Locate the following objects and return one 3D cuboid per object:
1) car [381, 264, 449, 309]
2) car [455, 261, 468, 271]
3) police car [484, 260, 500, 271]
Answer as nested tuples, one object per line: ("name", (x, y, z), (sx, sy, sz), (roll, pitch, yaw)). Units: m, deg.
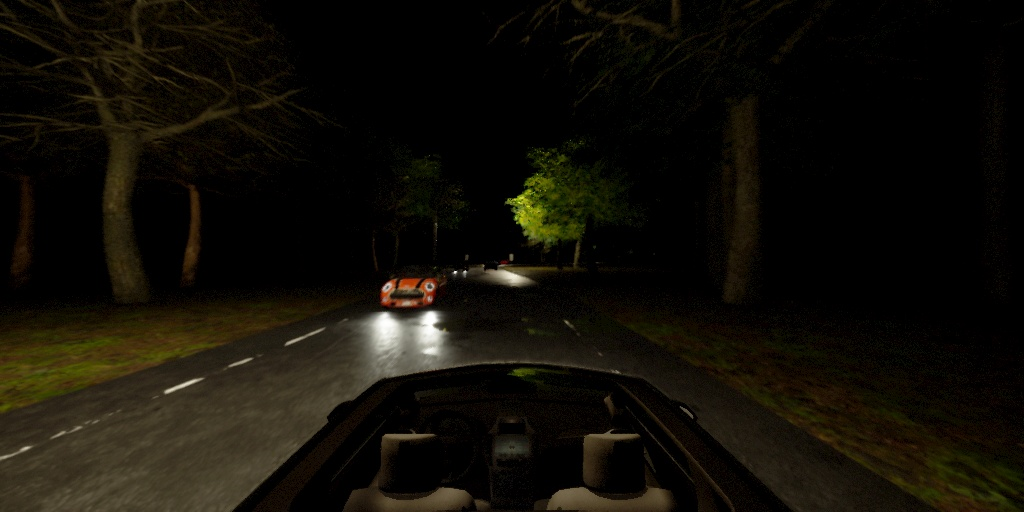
("car", (-3.990, 1.159, 15.367), (2.097, 1.767, 4.553), (-1, 0, -3))
("car", (-7.890, 1.513, 56.245), (1.837, 1.490, 4.892), (-1, 0, -3))
("police car", (-3.147, 1.356, 53.164), (1.930, 1.638, 5.238), (-1, 0, -4))
